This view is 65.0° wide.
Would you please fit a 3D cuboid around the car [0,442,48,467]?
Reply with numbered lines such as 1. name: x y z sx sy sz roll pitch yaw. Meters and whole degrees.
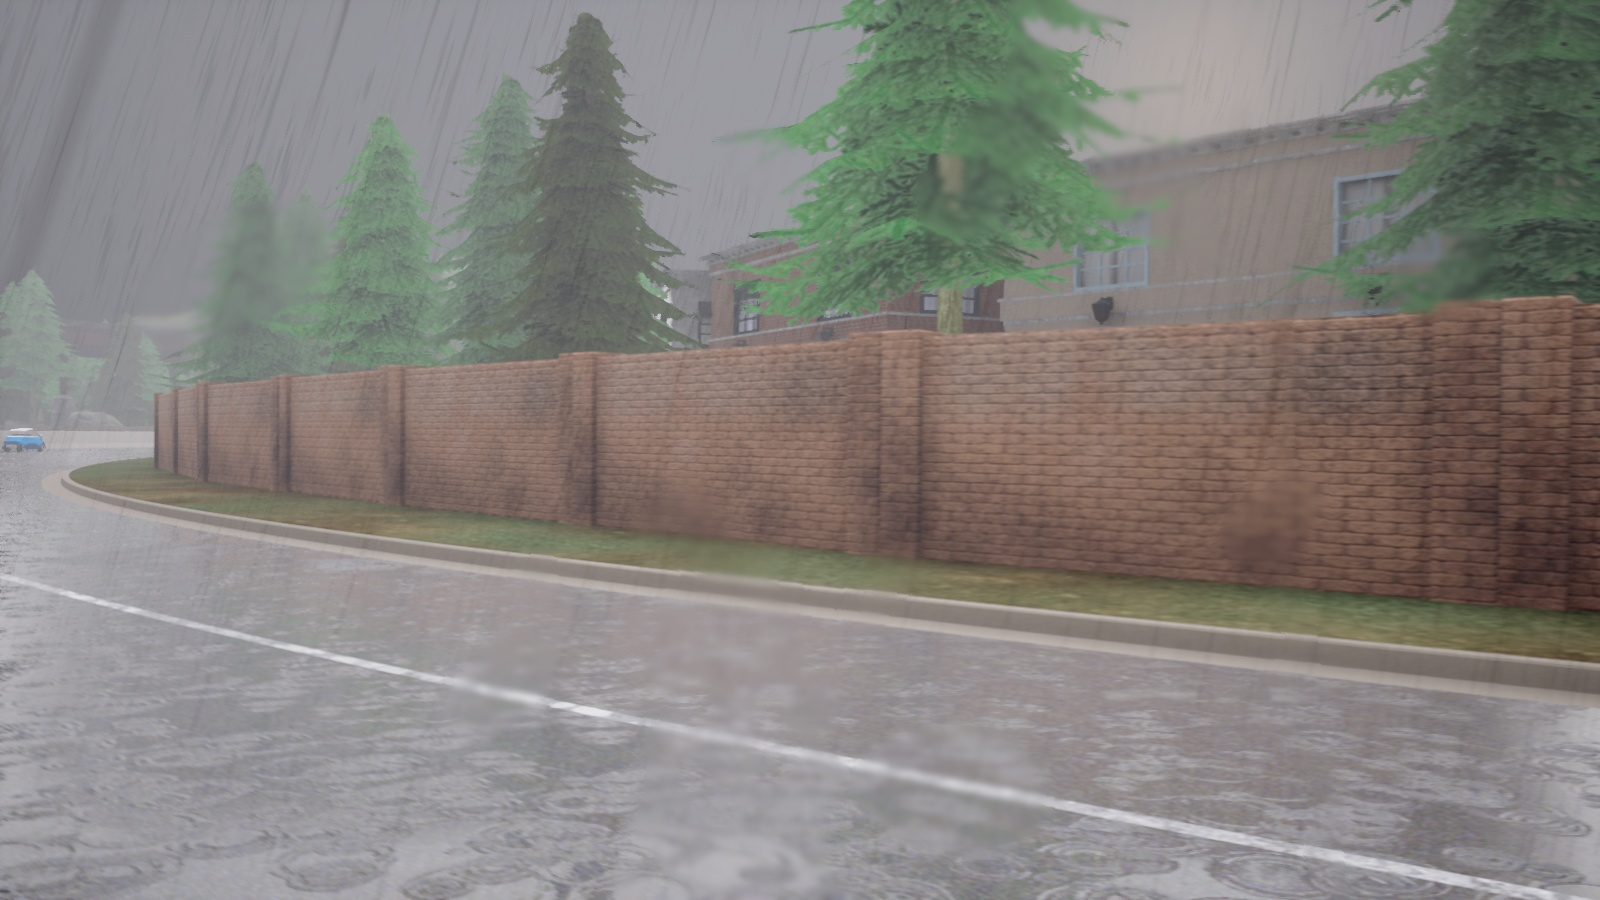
1. car: -43.811 0.236 70.888 1.481 1.376 2.207 -1 1 -3
